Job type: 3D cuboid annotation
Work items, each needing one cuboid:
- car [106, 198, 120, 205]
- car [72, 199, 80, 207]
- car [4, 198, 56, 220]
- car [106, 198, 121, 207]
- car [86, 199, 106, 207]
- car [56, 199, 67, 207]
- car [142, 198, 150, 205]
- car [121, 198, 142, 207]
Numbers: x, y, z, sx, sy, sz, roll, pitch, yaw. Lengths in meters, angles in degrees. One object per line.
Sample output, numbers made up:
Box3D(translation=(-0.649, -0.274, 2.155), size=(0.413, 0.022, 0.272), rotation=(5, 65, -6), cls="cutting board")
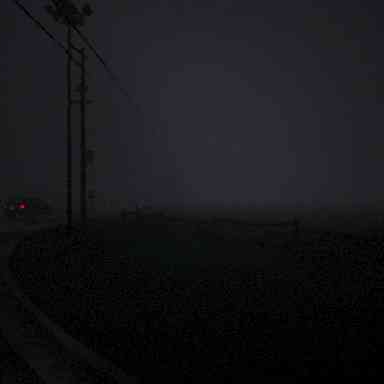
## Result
Box3D(translation=(-17.643, 2.058, 74.681), size=(1.994, 1.385, 4.181), rotation=(0, 0, 2), cls="car")
Box3D(translation=(-21.522, 2.101, 64.396), size=(1.882, 1.535, 5.008), rotation=(0, 0, 2), cls="car")
Box3D(translation=(-15.606, 1.562, 31.948), size=(2.150, 2.045, 5.566), rotation=(0, -1, 2), cls="car")
Box3D(translation=(-14.508, 1.930, 64.666), size=(2.097, 1.767, 4.553), rotation=(0, 0, 2), cls="car")
Box3D(translation=(-18.024, 2.146, 64.267), size=(2.033, 1.411, 5.357), rotation=(0, 0, 2), cls="car")
Box3D(translation=(-25.019, 2.140, 64.524), size=(1.837, 1.490, 4.892), rotation=(0, 0, 2), cls="car")
Box3D(translation=(-10.633, 2.104, 74.771), size=(1.882, 1.535, 5.008), rotation=(0, 0, 2), cls="car")
Box3D(translation=(-11.047, 2.026, 60.783), size=(1.837, 1.490, 4.892), rotation=(0, -2, 2), cls="car")
